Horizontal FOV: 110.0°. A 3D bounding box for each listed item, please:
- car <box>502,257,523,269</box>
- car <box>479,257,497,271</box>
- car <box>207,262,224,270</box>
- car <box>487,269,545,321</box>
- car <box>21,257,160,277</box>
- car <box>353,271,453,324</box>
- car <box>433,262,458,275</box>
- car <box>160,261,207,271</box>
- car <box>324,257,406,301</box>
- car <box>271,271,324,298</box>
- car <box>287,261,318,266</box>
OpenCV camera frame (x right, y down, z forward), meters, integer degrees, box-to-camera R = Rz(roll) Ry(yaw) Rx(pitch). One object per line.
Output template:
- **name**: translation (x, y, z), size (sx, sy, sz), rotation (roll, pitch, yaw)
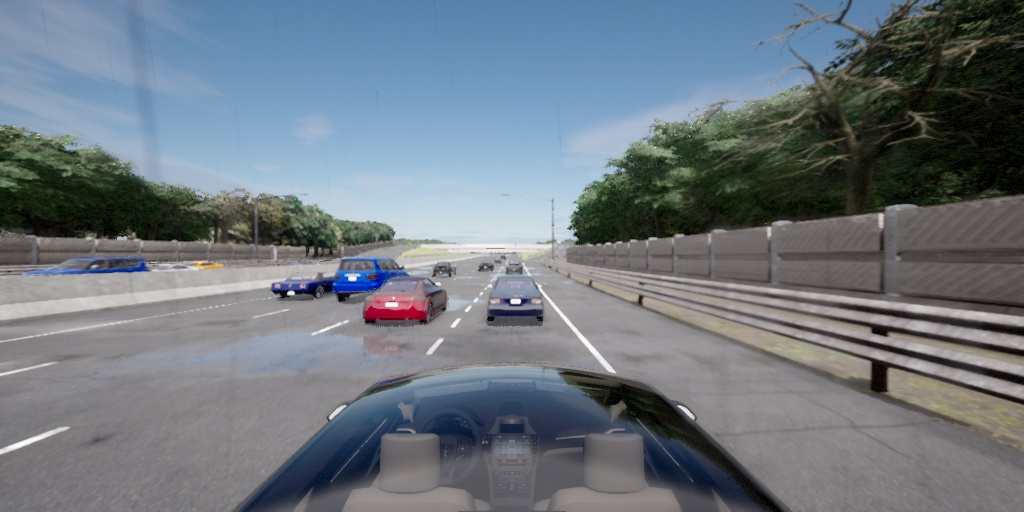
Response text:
- **car**: translation (0.267, 1.237, 40.360), size (2.128, 1.511, 4.902), rotation (0, 1, 0)
- **car**: translation (-3.276, 1.190, 46.923), size (1.812, 1.442, 4.674), rotation (0, 1, 1)
- **car**: translation (-31.457, 1.272, 35.910), size (1.882, 1.535, 5.008), rotation (0, 1, 1)
- **car**: translation (0.119, 1.384, 12.935), size (2.033, 1.411, 5.357), rotation (0, 0, 0)
- **car**: translation (-24.555, 1.084, 20.984), size (2.150, 2.045, 5.566), rotation (0, 0, 0)
- **car**: translation (-3.484, 1.398, 12.402), size (1.994, 1.385, 4.181), rotation (0, 0, 0)
- **car**: translation (-6.763, 1.294, 36.516), size (1.837, 1.490, 4.892), rotation (0, 1, 0)
- **car**: translation (-28.006, 1.369, 29.193), size (1.812, 1.442, 4.674), rotation (0, 0, 0)
- **car**: translation (-6.866, 1.079, 18.134), size (2.150, 2.045, 5.566), rotation (0, 0, 0)
- **car**: translation (-10.362, 1.461, 19.056), size (1.895, 1.301, 4.718), rotation (0, 0, 0)
- **car**: translation (-20.964, 1.291, 35.437), size (2.128, 1.511, 4.902), rotation (0, 1, 1)
